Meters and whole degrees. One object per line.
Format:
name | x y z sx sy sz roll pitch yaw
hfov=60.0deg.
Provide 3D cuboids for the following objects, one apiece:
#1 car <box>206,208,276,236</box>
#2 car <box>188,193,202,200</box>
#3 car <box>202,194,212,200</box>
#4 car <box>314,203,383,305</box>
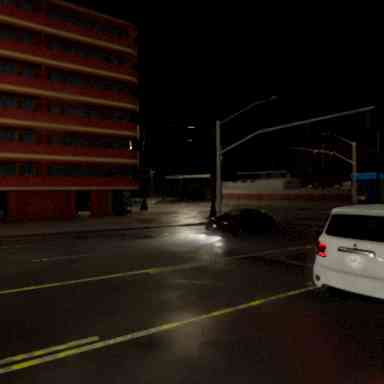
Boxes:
car | 2.814 1.625 18.784 4.181 1.385 1.994 0 0 -36
car | 1.297 1.070 85.123 4.611 1.667 2.242 -1 0 -35
car | 5.273 1.223 80.906 3.806 1.475 1.970 -1 0 -35
car | 5.018 1.264 7.329 5.566 2.045 2.150 0 0 -36
